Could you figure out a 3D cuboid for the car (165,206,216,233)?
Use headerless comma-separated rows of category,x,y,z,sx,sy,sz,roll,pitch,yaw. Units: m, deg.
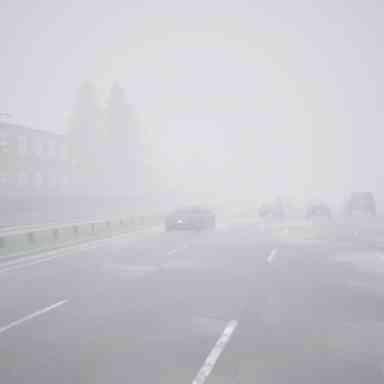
car,0.035,1.500,19.193,1.994,1.385,4.181,0,0,20

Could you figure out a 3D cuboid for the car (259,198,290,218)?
car,6.886,1.475,28.035,1.895,1.301,4.718,0,0,20

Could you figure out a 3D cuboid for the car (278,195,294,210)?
car,11.193,1.167,40.179,2.097,1.767,4.553,0,0,20

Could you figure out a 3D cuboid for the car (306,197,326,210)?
car,14.645,1.365,39.397,1.994,1.385,4.181,0,0,18

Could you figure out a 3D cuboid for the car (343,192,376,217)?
car,14.988,1.045,29.943,2.150,2.045,5.566,0,-1,20

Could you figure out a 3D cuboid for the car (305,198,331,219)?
car,10.326,1.387,27.281,1.812,1.442,4.674,0,0,20
